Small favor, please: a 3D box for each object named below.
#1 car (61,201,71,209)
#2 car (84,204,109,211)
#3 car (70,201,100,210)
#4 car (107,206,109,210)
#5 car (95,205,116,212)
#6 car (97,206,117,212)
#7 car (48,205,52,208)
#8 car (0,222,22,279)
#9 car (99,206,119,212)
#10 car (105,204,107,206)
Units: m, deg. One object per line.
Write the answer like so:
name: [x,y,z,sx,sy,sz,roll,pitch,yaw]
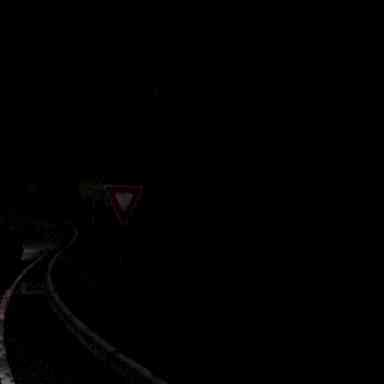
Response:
car: [-26.305,2.958,71.746,2.150,2.045,5.566,1,-4,-4]
car: [-20.776,3.438,72.356,4.792,1.488,2.163,1,-4,-4]
car: [-20.182,2.860,64.139,4.892,1.521,2.231,1,-4,-4]
car: [-20.589,3.227,69.620,4.892,1.521,2.231,1,-4,-4]
car: [-21.648,4.132,83.325,4.674,1.452,2.002,1,-3,-4]
car: [-21.853,4.296,86.066,4.674,1.452,2.002,1,-3,-4]
car: [-29.580,3.280,71.858,1.994,1.385,4.181,1,-4,-4]
car: [-6.612,1.582,10.072,2.097,1.767,4.553,2,-1,-18]
car: [-22.095,4.445,88.810,4.792,1.488,2.163,1,-3,-4]
car: [-20.391,3.044,66.880,5.008,1.535,2.097,1,-4,-4]
